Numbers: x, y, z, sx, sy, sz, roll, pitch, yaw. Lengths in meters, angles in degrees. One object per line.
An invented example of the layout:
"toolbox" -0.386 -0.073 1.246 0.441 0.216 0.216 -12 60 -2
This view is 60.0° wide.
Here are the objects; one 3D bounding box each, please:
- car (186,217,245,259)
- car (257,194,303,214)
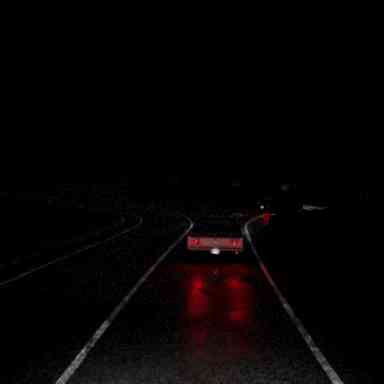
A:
"car" 0.959 1.598 12.726 1.895 1.301 4.718 1 0 6
"car" 7.569 0.899 28.606 4.674 1.442 1.812 -5 7 -38
